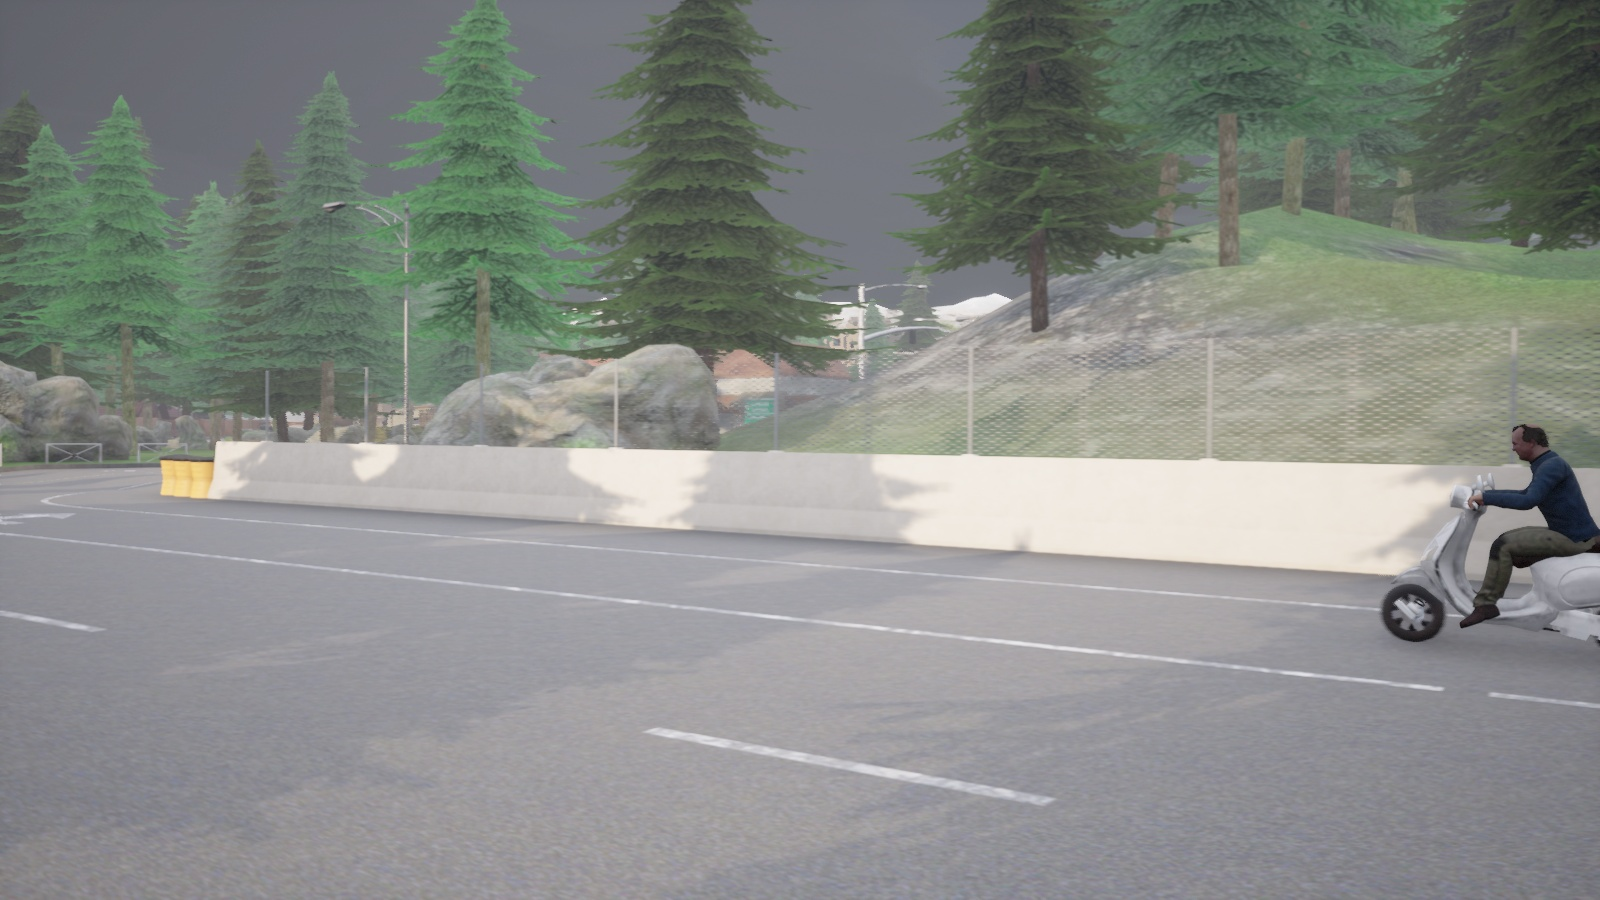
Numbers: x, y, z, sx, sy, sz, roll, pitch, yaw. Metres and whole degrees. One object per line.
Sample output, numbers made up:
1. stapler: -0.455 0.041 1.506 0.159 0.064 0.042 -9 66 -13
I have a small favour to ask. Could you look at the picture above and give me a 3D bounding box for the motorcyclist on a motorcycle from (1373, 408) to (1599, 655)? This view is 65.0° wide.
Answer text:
1. motorcyclist on a motorcycle: 5.029 0.521 8.685 1.817 1.590 0.866 0 1 34
